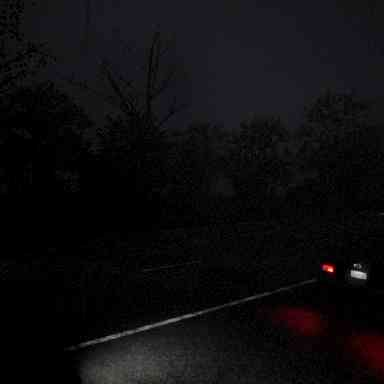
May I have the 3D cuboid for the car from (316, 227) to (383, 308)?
[{"bbox_3d":[4.943,1.452,7.274,5.357,1.411,2.033,-1,1,-36],"label":"car"}]

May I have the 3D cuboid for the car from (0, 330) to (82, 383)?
[{"bbox_3d":[-3.019,1.501,1.591,4.892,1.490,1.837,0,0,-36],"label":"car"}]
